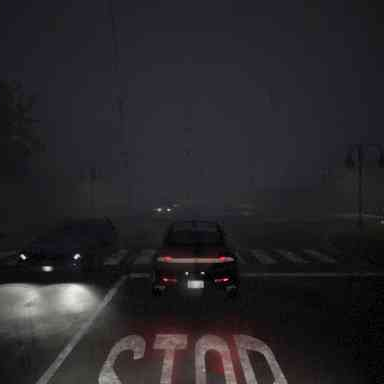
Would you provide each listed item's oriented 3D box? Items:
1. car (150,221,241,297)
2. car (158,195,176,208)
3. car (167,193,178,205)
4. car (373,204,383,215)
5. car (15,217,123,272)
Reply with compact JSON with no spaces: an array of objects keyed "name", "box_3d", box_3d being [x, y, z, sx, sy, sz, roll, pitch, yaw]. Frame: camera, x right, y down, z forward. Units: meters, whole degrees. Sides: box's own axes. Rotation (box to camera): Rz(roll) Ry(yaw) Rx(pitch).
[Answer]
[{"name":"car","box_3d":[0.066,1.492,8.570,2.128,1.511,4.902,0,0,0]},{"name":"car","box_3d":[-3.724,1.547,47.128,2.033,1.411,5.357,0,0,0]},{"name":"car","box_3d":[-3.713,1.222,60.906,2.150,2.045,5.566,0,0,0]},{"name":"car","box_3d":[18.917,1.337,29.785,4.892,1.490,1.837,0,0,0]},{"name":"car","box_3d":[-3.633,1.547,11.018,2.033,1.411,5.357,0,0,0]}]
